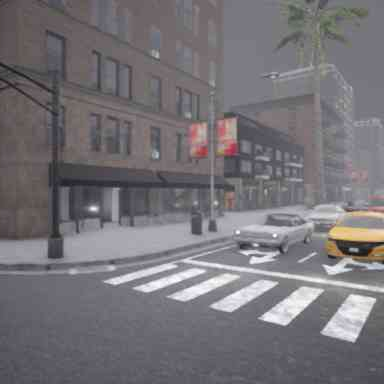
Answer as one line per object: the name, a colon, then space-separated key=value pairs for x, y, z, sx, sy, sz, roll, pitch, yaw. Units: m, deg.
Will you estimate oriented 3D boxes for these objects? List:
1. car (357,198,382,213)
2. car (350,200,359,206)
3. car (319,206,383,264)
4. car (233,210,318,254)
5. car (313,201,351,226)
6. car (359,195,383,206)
car: x=20.382 y=1.532 z=38.032 sx=1.837 sy=1.490 sz=4.892 roll=0 pitch=0 yaw=37
car: x=14.404 y=1.492 z=29.523 sx=1.882 sy=1.535 sz=5.008 roll=0 pitch=0 yaw=35
car: x=6.302 y=1.481 z=12.124 sx=1.882 sy=1.535 sz=5.008 roll=0 pitch=0 yaw=34
car: x=3.526 y=1.602 z=13.842 sx=1.895 sy=1.301 sz=4.718 roll=0 pitch=0 yaw=35
car: x=8.563 y=1.532 z=21.096 sx=1.812 sy=1.442 sz=4.674 roll=0 pitch=0 yaw=34
car: x=11.962 y=1.230 z=20.302 sx=2.150 sy=2.045 sz=5.566 roll=0 pitch=0 yaw=35
